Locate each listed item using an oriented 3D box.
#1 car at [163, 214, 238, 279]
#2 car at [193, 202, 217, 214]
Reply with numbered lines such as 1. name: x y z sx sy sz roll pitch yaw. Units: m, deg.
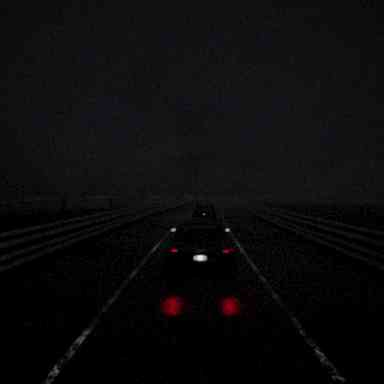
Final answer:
1. car: 0.259 1.604 10.222 1.994 1.385 4.181 0 0 2
2. car: 1.140 1.600 29.111 2.128 1.511 4.902 0 0 4
